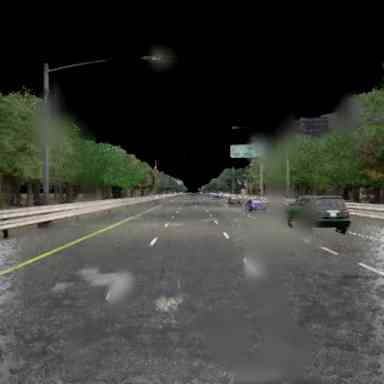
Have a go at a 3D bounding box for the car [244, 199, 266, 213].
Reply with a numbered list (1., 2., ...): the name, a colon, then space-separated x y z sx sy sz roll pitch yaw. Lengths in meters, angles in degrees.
1. car: 7.082 1.527 37.341 1.812 1.442 4.674 0 0 0

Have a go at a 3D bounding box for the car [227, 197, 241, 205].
1. car: 7.187 1.507 57.177 1.812 1.442 4.674 0 0 0

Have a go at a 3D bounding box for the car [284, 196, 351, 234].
1. car: 7.024 1.222 19.198 2.150 2.045 5.566 0 0 0
